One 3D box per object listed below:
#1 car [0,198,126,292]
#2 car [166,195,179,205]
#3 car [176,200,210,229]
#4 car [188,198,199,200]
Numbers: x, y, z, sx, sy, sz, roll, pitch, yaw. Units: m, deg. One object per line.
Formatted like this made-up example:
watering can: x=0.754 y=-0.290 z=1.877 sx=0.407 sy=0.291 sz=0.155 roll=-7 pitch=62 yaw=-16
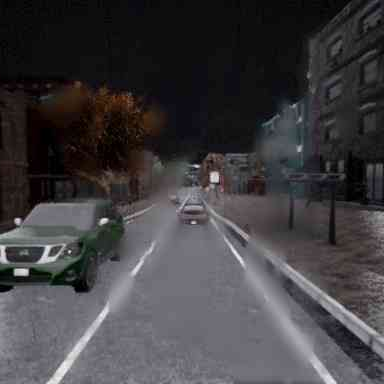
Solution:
car: x=-3.331 y=1.221 z=9.291 sx=2.150 sy=2.045 sz=5.566 roll=0 pitch=0 yaw=0
car: x=-2.982 y=1.174 z=51.352 sx=1.882 sy=1.535 sz=5.008 roll=0 pitch=1 yaw=1
car: x=0.104 y=1.492 z=21.404 sx=1.837 sy=1.490 sz=4.892 roll=0 pitch=0 yaw=0
car: x=0.147 y=1.390 z=39.833 sx=2.033 sy=1.411 sz=5.357 roll=0 pitch=1 yaw=0
